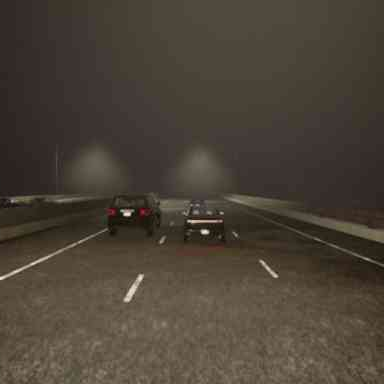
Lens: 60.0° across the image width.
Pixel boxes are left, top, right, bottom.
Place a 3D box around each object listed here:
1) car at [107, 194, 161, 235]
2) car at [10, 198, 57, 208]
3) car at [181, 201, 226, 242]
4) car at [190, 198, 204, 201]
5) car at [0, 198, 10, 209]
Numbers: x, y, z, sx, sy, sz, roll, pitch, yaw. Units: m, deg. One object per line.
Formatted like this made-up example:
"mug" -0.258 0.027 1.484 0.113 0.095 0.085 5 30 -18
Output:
"car" -2.971 1.101 17.989 2.150 2.045 5.566 0 0 0
"car" -13.659 1.290 29.702 2.128 1.511 4.902 0 0 0
"car" 0.529 1.387 15.816 2.128 1.511 4.902 0 0 0
"car" 0.541 1.319 33.877 2.033 1.411 5.357 0 0 0
"car" -17.158 1.286 30.124 2.128 1.511 4.902 0 0 0
